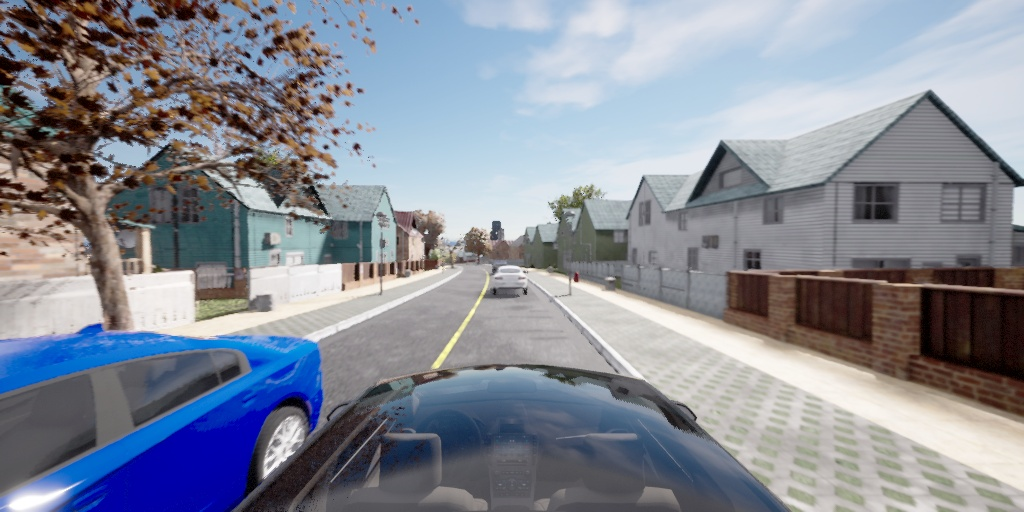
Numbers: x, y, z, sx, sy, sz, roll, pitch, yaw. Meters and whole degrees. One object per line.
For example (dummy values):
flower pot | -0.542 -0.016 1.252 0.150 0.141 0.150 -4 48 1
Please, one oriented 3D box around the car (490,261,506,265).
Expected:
car | -1.375 1.287 41.067 2.128 1.511 4.902 0 0 -5

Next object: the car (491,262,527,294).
car | -0.154 1.268 20.226 1.812 1.442 4.674 0 0 -2

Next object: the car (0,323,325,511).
car | -2.851 1.228 1.608 1.882 1.535 5.008 0 0 0
